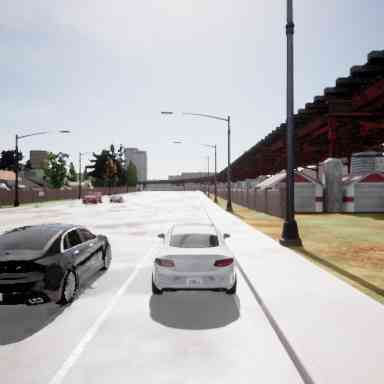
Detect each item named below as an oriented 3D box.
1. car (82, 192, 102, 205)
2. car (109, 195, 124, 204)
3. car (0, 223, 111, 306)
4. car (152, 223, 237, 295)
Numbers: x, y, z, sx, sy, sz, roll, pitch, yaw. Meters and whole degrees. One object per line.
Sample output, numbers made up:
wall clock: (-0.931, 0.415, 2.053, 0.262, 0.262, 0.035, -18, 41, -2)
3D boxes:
car: (-17.163, 1.057, 57.497, 2.150, 2.045, 5.566, 0, 1, 1)
car: (-13.637, 1.267, 60.140, 2.128, 1.511, 4.902, 0, 1, 1)
car: (-3.347, 1.521, 8.087, 1.837, 1.490, 4.892, 0, 0, 0)
car: (0.055, 1.532, 8.640, 1.812, 1.442, 4.674, 0, 0, 0)
